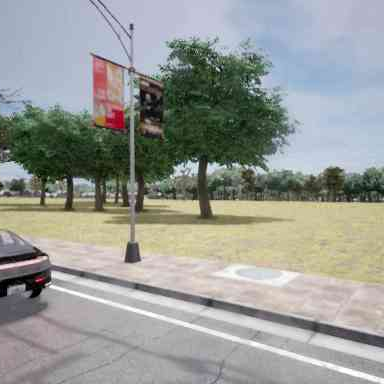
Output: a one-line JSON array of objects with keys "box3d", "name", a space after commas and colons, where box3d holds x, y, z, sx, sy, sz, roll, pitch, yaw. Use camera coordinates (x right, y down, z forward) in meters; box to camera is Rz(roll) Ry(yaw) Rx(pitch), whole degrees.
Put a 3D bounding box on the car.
[{"box3d": [-5.040, 1.512, 7.253, 4.902, 1.511, 2.128, 0, 0, 36], "name": "car"}]
